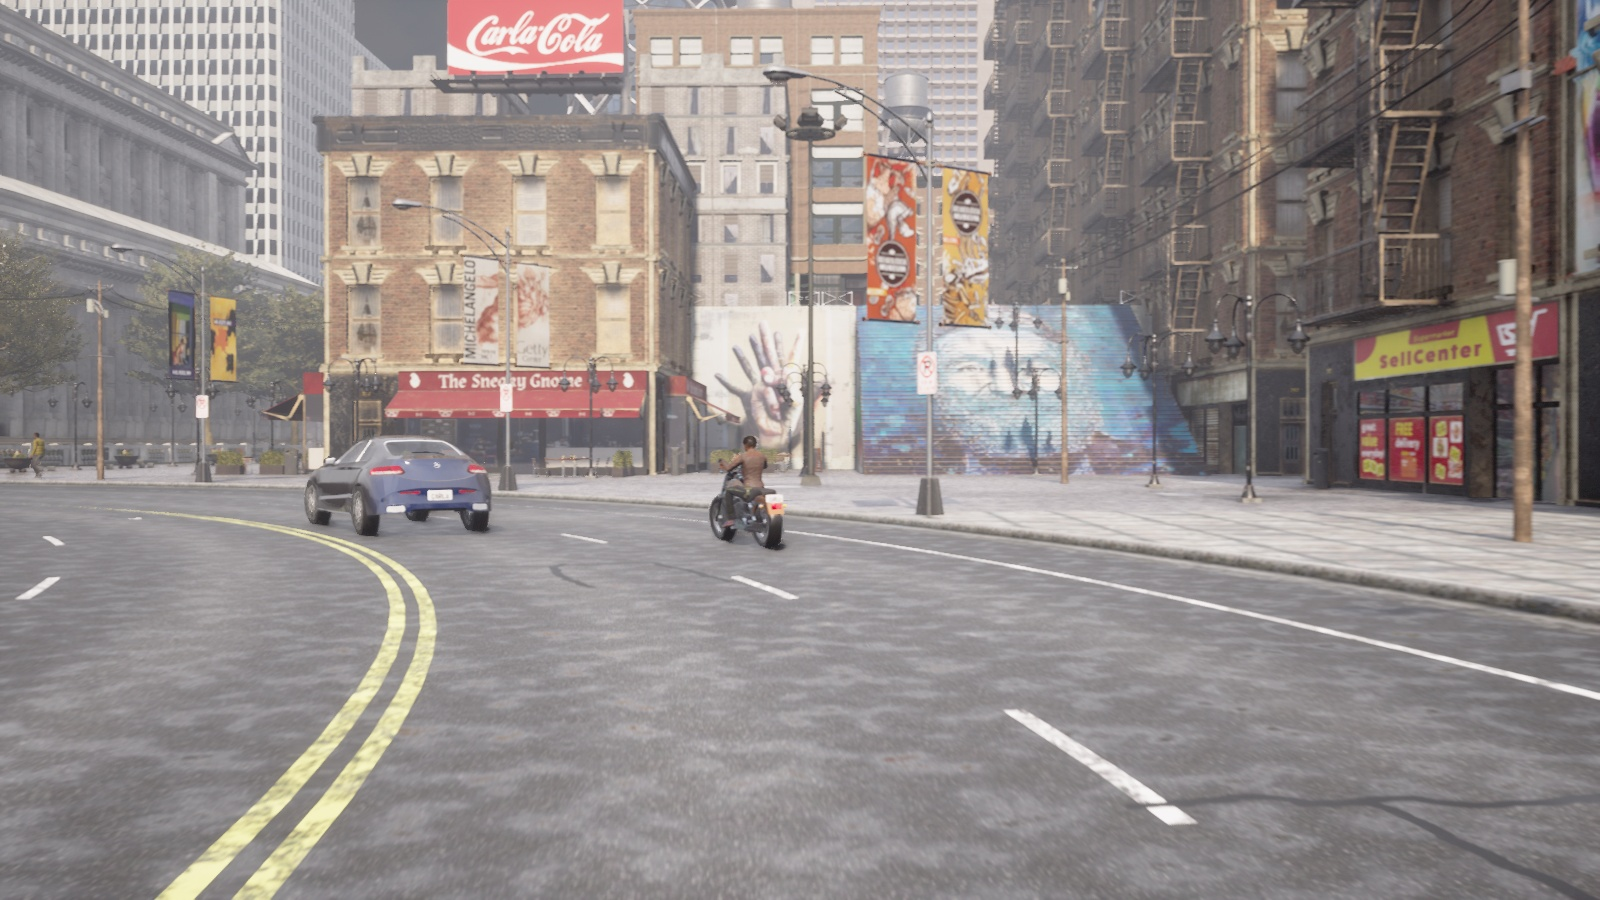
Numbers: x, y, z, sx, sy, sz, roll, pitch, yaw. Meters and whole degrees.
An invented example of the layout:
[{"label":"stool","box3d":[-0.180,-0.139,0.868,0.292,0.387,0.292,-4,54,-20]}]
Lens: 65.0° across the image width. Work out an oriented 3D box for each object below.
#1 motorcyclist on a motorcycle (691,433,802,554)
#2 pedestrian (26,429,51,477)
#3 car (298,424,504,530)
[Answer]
[{"label":"motorcyclist on a motorcycle","box3d":[-0.825,0.593,18.421,0.766,1.649,2.350,0,0,-25]},{"label":"pedestrian","box3d":[-29.324,0.128,48.352,0.709,1.840,0.431,0,0,8]},{"label":"car","box3d":[-7.184,0.399,22.218,2.152,1.651,5.027,0,0,-34]}]
